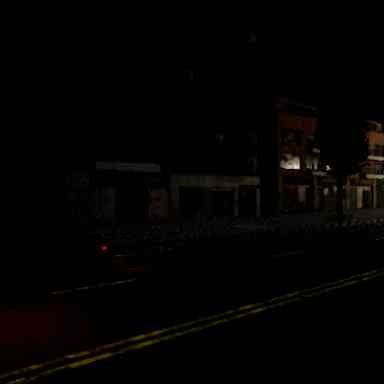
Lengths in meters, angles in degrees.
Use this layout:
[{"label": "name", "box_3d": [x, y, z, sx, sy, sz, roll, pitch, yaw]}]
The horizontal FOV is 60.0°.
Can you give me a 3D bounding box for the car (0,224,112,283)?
[{"label": "car", "box_3d": [-4.780, 1.546, 8.260, 5.357, 1.411, 2.033, 0, 0, -36]}]
